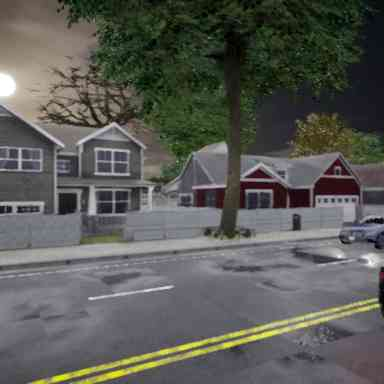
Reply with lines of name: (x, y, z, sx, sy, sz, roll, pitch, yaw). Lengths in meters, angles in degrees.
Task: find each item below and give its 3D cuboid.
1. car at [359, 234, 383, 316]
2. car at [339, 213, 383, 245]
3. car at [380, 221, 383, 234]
car: (5.508, 1.561, 5.995, 5.008, 1.535, 1.882, 0, -1, -29)
car: (8.950, 1.749, 15.552, 4.674, 1.442, 1.812, 0, -1, -29)
car: (9.194, 1.768, 11.975, 4.718, 1.301, 1.895, 0, -1, -29)
